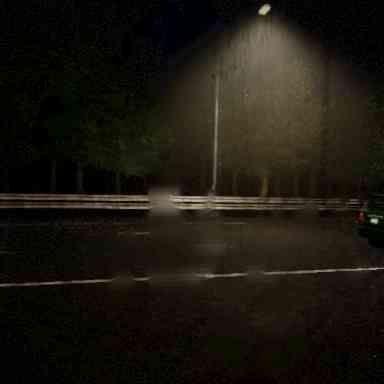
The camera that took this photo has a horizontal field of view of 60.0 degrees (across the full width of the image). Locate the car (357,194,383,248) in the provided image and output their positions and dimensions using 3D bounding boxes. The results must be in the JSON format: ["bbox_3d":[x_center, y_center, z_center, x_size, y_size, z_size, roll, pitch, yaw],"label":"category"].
[{"bbox_3d":[8.749,1.123,11.908,5.566,2.045,2.150,1,1,-14],"label":"car"}]
